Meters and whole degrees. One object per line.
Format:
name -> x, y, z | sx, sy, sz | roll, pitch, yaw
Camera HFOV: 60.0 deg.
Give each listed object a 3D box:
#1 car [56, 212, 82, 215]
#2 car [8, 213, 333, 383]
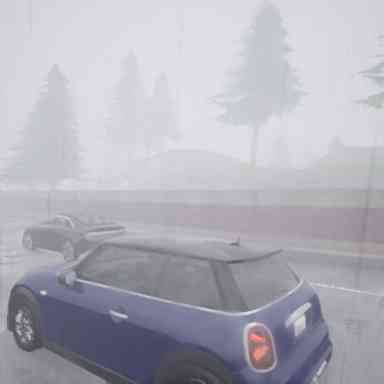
car -> -4.411, 1.500, 12.167 | 4.902, 1.511, 2.128 | 0, 0, 40
car -> -0.611, 1.359, 4.624 | 4.553, 1.767, 2.097 | 0, 0, 37
